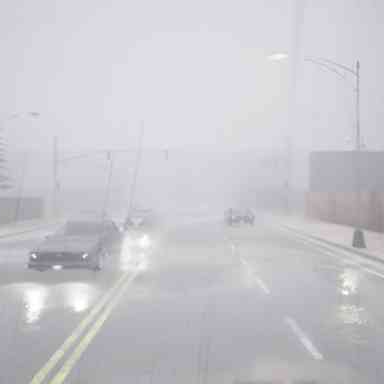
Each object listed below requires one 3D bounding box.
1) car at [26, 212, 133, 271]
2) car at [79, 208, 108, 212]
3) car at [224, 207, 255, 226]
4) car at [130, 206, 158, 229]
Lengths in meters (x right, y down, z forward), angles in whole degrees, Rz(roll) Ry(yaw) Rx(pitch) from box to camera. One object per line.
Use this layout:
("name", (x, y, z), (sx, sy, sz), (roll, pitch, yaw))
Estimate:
("car", (-3.597, 1.642, 11.498), (2.033, 1.411, 5.357), (0, 0, -1))
("car", (-7.001, 1.806, 23.372), (2.033, 1.411, 5.357), (0, 0, 0))
("car", (3.499, 1.809, 25.427), (1.895, 1.301, 4.718), (0, 0, 0))
("car", (-3.501, 1.723, 23.373), (2.128, 1.511, 4.902), (0, 0, 0))
